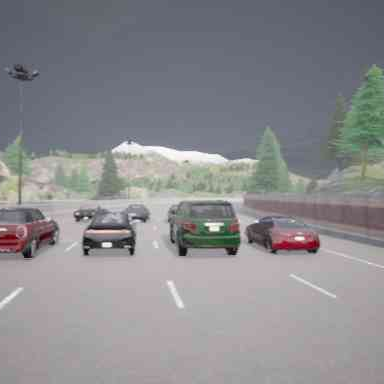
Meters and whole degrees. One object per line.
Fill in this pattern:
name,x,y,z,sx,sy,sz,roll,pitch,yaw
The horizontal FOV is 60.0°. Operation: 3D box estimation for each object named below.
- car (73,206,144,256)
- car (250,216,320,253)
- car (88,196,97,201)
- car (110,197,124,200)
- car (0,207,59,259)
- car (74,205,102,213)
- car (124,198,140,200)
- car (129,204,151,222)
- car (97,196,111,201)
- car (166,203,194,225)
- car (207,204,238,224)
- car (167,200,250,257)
car,-3.154,1.545,13.403,2.128,1.511,4.902,1,0,-8
car,3.761,1.724,14.483,1.994,1.385,4.181,1,0,-8
car,-22.852,1.738,78.849,1.837,1.490,4.892,1,0,15
car,-16.229,1.917,76.569,1.895,1.301,4.718,1,0,15
car,-6.584,1.349,12.660,2.097,1.767,4.553,1,-1,-8
car,-8.026,1.683,27.070,1.895,1.301,4.718,1,0,-3
car,-12.913,1.959,75.445,1.895,1.301,4.718,1,0,15
car,-4.530,1.700,27.438,1.994,1.385,4.181,1,0,-2
car,-19.536,1.758,77.724,1.882,1.535,5.008,1,0,15
car,-1.031,1.732,27.301,2.033,1.411,5.357,1,0,-3
car,2.459,1.802,27.784,1.994,1.385,4.181,1,0,-2
car,0.342,1.321,13.643,2.150,2.045,5.566,1,0,-9
